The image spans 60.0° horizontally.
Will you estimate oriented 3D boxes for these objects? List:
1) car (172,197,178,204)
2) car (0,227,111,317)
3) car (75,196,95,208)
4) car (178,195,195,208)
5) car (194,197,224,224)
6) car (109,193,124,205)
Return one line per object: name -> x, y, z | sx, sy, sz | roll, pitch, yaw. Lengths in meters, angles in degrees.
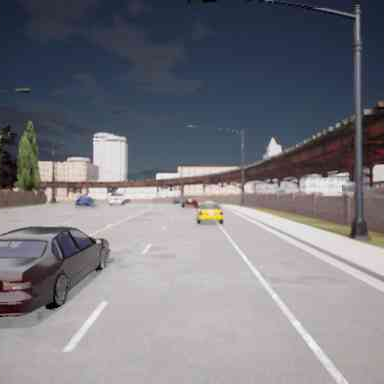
car -> -2.388, 1.538, 59.495 | 1.994, 1.385, 4.181 | 0, -1, -13
car -> -3.394, 1.519, 7.711 | 2.033, 1.411, 5.357 | 0, 0, 0
car -> -14.665, 1.299, 45.847 | 1.882, 1.535, 5.008 | 0, 0, -6
car -> -0.434, 1.199, 46.109 | 2.097, 1.767, 4.553 | 0, 0, -5
car -> 1.244, 1.366, 24.088 | 1.801, 1.575, 5.366 | 0, 0, 0
car -> -12.278, 1.106, 54.408 | 2.150, 2.045, 5.566 | 0, -1, -10
